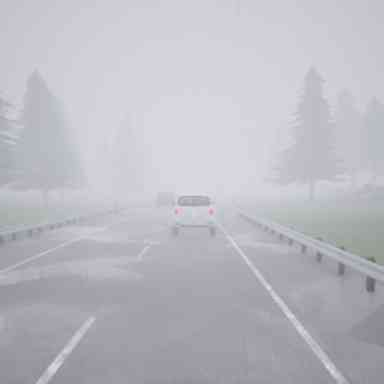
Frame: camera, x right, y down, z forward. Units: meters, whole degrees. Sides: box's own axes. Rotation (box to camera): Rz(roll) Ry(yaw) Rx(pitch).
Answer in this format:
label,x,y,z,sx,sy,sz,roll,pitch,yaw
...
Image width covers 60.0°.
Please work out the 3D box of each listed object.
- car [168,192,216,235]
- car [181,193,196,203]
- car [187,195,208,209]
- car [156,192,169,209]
label,x,y,z,sx,sy,sz,roll,pitch,yaw
car,0.095,1.091,18.151,2.150,2.045,5.566,0,0,0
car,-0.637,1.059,60.127,1.882,1.535,5.008,0,0,8
car,0.743,1.207,40.580,2.128,1.511,4.902,0,1,5
car,-2.860,0.956,39.397,2.150,2.045,5.566,0,1,5
